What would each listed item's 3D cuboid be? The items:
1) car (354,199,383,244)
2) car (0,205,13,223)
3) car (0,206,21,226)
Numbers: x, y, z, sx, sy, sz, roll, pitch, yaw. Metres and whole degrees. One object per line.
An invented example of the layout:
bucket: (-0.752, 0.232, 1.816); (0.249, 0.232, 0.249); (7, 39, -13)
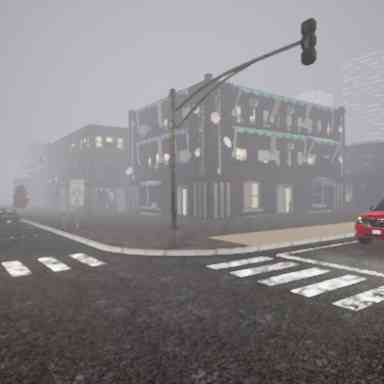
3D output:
car: (9.305, 1.174, 14.330); (5.566, 2.045, 2.150); (0, 0, -36)
car: (-16.969, 1.897, 29.014); (1.802, 1.307, 4.206); (-2, 0, -35)
car: (-13.758, 1.804, 24.506); (2.008, 1.369, 4.403); (-2, 0, -35)
